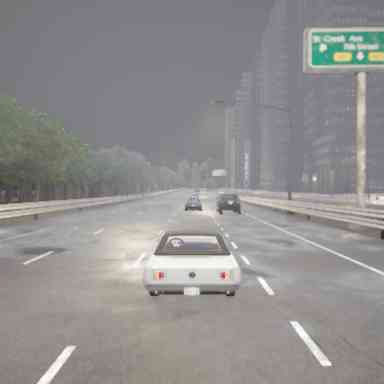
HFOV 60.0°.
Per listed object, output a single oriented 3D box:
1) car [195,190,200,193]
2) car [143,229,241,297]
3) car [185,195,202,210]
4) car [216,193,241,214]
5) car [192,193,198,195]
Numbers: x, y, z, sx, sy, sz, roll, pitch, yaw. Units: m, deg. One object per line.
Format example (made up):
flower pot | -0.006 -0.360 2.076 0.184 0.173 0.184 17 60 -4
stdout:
car | 0.921 0.939 92.075 1.882 1.535 5.008 0 1 1
car | 0.010 1.597 8.519 1.895 1.301 4.718 0 0 0
car | 0.182 1.465 40.149 1.994 1.385 4.181 0 0 1
car | 3.731 1.155 34.609 2.150 2.045 5.566 0 0 0
car | 0.373 1.296 58.174 1.812 1.442 4.674 0 0 1
